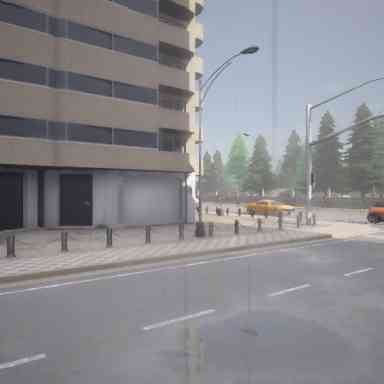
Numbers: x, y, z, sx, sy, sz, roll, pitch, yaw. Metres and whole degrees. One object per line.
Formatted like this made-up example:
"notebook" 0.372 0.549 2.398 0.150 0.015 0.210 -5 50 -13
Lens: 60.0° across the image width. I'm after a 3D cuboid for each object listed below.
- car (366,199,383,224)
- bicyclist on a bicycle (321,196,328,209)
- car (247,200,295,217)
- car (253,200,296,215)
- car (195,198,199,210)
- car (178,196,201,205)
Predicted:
"car" 14.525 1.373 22.604 2.097 1.767 4.553 0 -1 -36
"bicyclist on a bicycle" 17.332 1.356 43.463 1.656 1.620 0.582 0 0 -36
"car" 7.568 1.533 32.243 1.882 1.535 5.008 0 0 -36
"car" 8.942 1.619 36.320 1.994 1.385 4.181 0 0 -36
"car" -1.078 1.533 44.241 1.882 1.535 5.008 0 0 -36
"car" -0.534 1.581 61.754 1.812 1.442 4.674 0 0 -36
